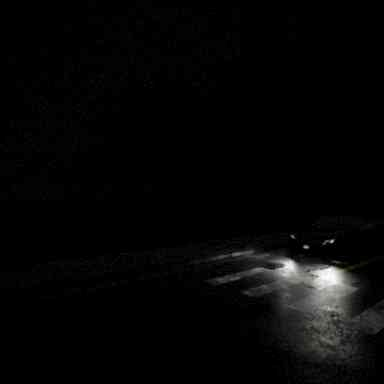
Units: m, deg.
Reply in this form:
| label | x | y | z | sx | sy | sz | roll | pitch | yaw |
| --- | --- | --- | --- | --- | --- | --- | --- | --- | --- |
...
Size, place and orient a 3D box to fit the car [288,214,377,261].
| label | x | y | z | sx | sy | sz | roll | pitch | yaw |
| --- | --- | --- | --- | --- | --- | --- | --- | --- | --- |
| car | 5.583 | 1.609 | 12.869 | 4.674 | 1.442 | 1.812 | 1 | 1 | -43 |
